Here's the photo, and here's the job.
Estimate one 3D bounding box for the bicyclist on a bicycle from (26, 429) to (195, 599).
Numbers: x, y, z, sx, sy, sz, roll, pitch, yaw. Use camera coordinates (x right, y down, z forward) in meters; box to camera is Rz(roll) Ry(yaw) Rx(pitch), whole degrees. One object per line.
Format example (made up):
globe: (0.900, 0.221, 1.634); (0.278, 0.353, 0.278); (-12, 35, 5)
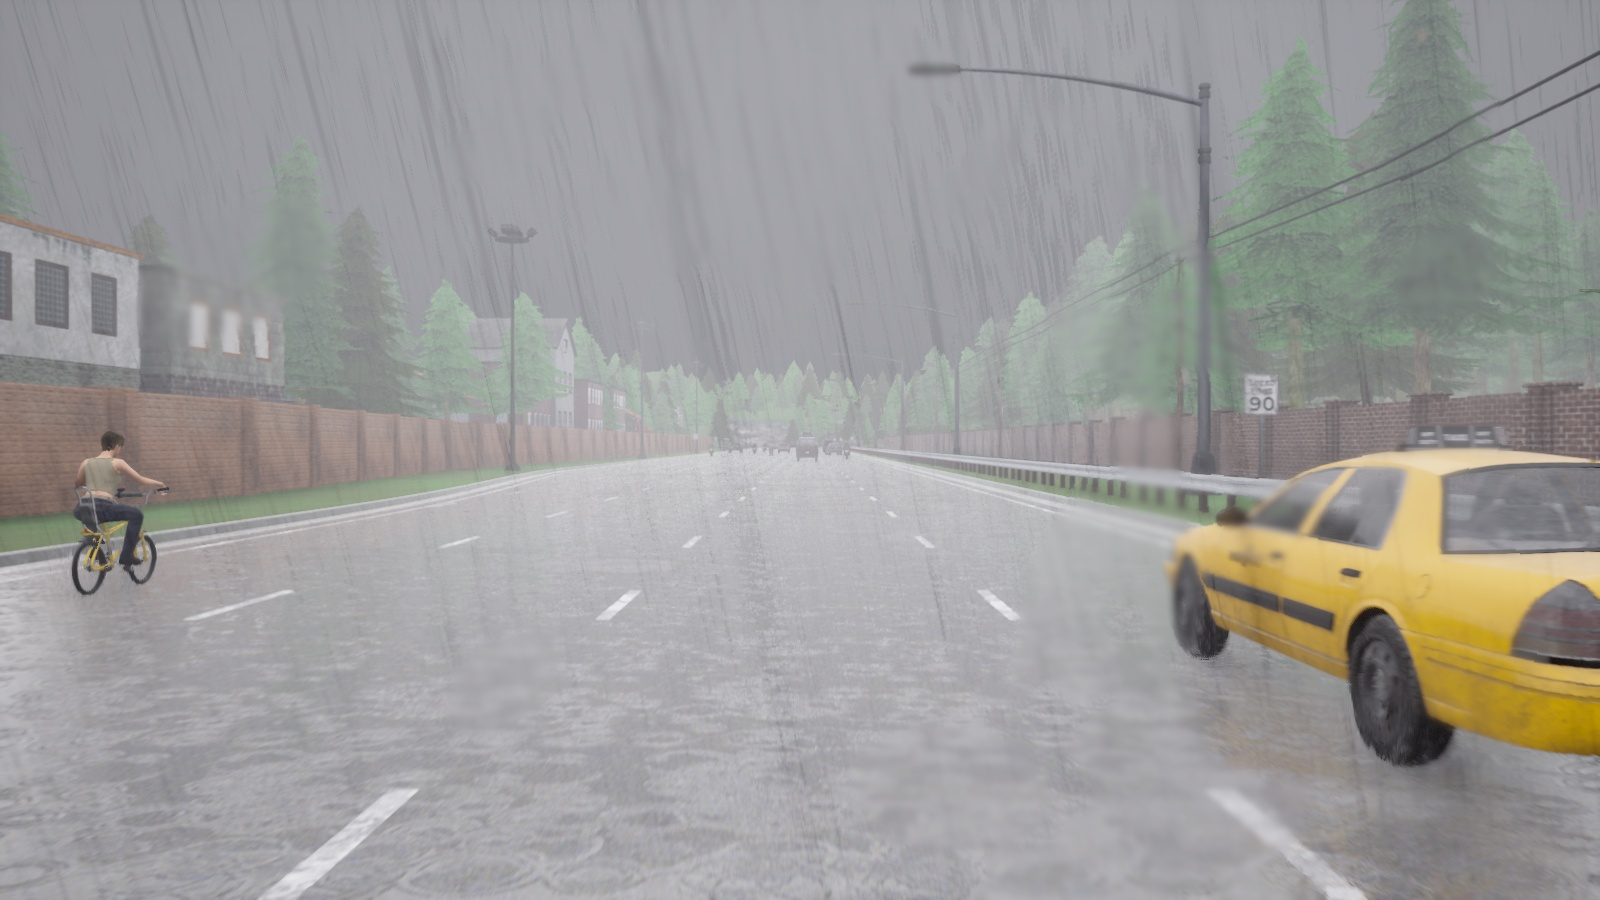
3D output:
bicyclist on a bicycle: (-6.917, 0.606, 12.698); (0.866, 1.612, 1.509); (0, 0, 1)

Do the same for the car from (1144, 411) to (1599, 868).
car: (3.551, 0.647, 7.011); (1.801, 1.575, 5.366); (0, 0, 0)
